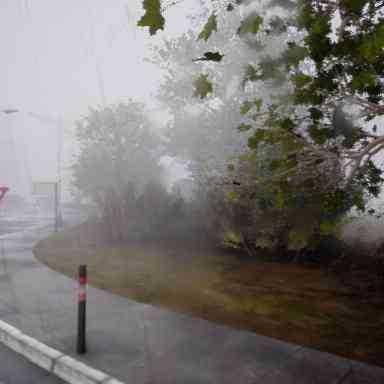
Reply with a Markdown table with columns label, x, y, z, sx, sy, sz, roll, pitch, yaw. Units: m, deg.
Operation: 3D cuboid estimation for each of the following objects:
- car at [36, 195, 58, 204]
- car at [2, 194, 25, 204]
| label | x | y | z | sx | sy | sz | roll | pitch | yaw |
| --- | --- | --- | --- | --- | --- | --- | --- | --- | --- |
| car | -23.052 | 1.119 | 53.128 | 1.882 | 1.535 | 5.008 | 2 | -2 | 0 |
| car | -25.942 | 0.980 | 48.366 | 2.128 | 1.511 | 4.902 | 1 | 0 | -6 |
